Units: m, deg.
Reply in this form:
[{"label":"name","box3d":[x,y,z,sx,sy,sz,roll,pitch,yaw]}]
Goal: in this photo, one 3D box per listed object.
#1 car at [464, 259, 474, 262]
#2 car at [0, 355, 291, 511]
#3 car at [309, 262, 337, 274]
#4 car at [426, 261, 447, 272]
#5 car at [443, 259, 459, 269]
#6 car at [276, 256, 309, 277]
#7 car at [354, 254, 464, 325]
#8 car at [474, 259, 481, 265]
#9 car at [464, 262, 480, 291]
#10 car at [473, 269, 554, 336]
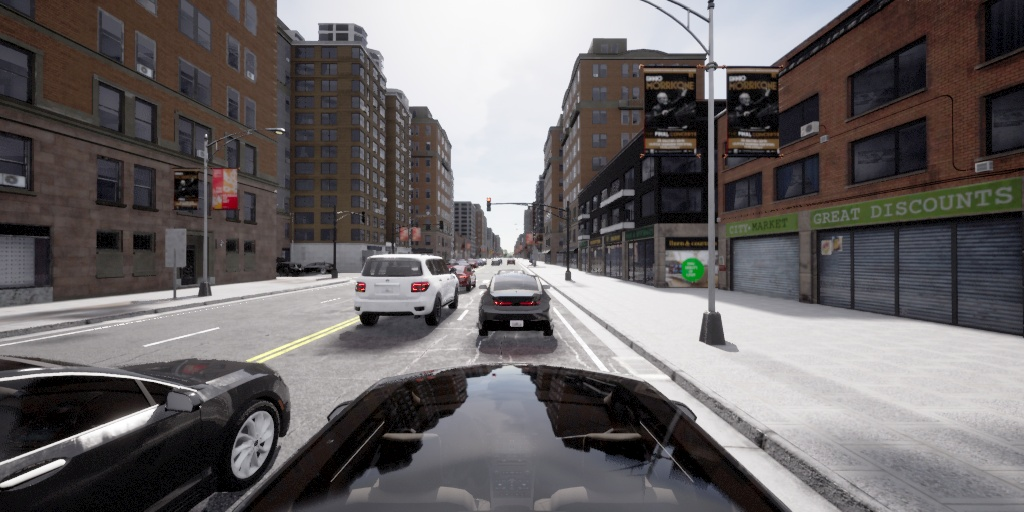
[{"label":"car","box3d":[-6.698,1.330,48.036,1.994,1.385,4.181,0,0,0]},{"label":"car","box3d":[-3.152,1.255,1.666,1.837,1.490,4.892,0,0,0]},{"label":"car","box3d":[-22.237,1.347,40.721,4.313,1.339,1.948,0,0,0]},{"label":"car","box3d":[-9.950,1.366,47.538,1.895,1.301,4.718,0,0,0]},{"label":"car","box3d":[-9.959,1.252,58.964,1.882,1.535,5.008,0,0,0]},{"label":"car","box3d":[-23.563,0.974,35.243,5.566,2.045,2.150,0,0,0]},{"label":"car","box3d":[-3.175,0.972,11.892,2.150,2.045,5.566,0,0,1]},{"label":"car","box3d":[-6.713,1.252,58.936,1.882,1.535,5.008,0,0,0]},{"label":"car","box3d":[-3.253,1.279,21.593,1.812,1.442,4.674,0,0,0]},{"label":"car","box3d":[0.083,1.256,10.385,1.837,1.490,4.892,0,0,0]}]
